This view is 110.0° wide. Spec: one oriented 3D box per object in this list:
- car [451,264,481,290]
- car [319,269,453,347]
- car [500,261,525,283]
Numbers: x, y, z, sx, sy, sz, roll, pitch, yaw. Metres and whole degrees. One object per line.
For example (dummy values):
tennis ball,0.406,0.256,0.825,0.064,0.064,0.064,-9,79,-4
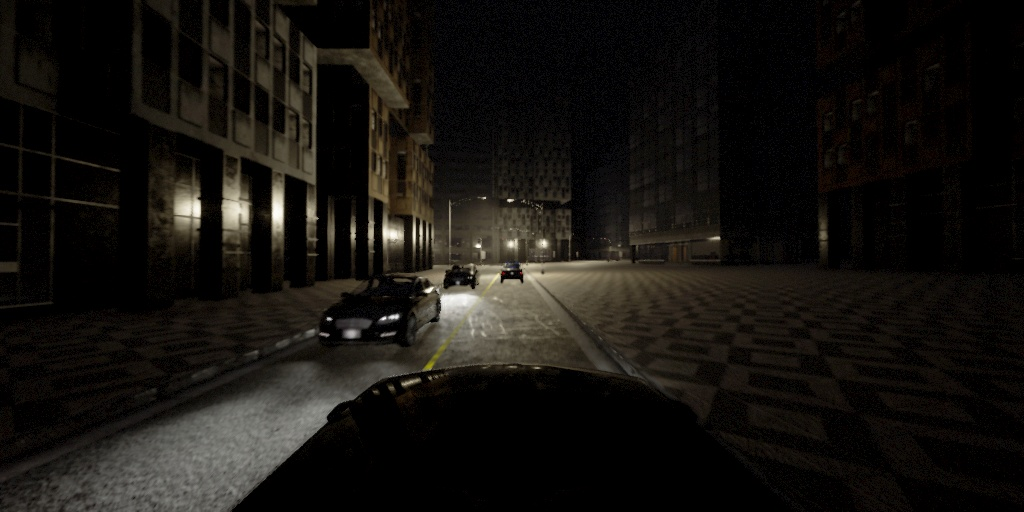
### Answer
car,-3.085,1.251,22.883,2.128,1.511,4.902,0,0,0
car,-3.095,1.243,9.370,2.128,1.511,4.902,0,0,0
car,0.009,1.317,28.516,2.033,1.411,5.357,0,0,0
